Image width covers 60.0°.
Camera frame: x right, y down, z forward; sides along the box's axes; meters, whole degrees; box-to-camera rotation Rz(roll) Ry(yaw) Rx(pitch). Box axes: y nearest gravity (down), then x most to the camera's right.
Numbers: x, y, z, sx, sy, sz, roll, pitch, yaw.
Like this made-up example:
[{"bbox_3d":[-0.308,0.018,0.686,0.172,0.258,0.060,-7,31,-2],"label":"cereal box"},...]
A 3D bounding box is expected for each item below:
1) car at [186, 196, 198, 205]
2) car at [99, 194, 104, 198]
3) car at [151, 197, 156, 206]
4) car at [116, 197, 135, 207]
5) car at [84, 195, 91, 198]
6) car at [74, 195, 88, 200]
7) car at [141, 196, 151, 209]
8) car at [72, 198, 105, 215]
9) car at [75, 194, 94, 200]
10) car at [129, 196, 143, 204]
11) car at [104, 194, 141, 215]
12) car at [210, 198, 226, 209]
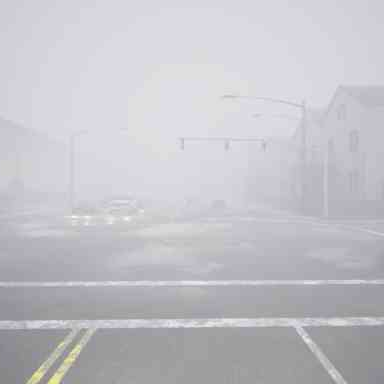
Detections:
[{"bbox_3d":[0.020,1.491,58.605,2.128,1.511,4.902,0,0,0],"label":"car"},{"bbox_3d":[-10.585,1.221,42.875,2.150,2.045,5.566,0,0,0],"label":"car"},{"bbox_3d":[-7.070,1.477,54.587,1.882,1.535,5.008,0,0,0],"label":"car"},{"bbox_3d":[-10.578,1.547,53.120,2.033,1.411,5.357,0,0,0],"label":"car"},{"bbox_3d":[-28.151,1.452,84.337,2.038,1.542,4.974,0,0,-36],"label":"car"},{"bbox_3d":[-28.182,1.294,84.378,1.853,1.218,4.536,0,0,-36],"label":"car"},{"bbox_3d":[-7.084,1.504,44.199,1.837,1.490,4.892,0,0,0],"label":"car"},{"bbox_3d":[-10.589,1.564,33.615,1.994,1.385,4.181,0,0,0],"label":"car"},{"bbox_3d":[-28.939,1.452,89.704,2.038,1.542,4.974,0,0,29],"label":"car"},{"bbox_3d":[-10.523,1.525,63.202,1.812,1.442,4.674,0,0,1],"label":"car"},{"bbox_3d":[-7.089,1.221,34.646,2.150,2.045,5.566,0,0,0],"label":"car"},{"bbox_3d":[3.611,1.525,46.370,1.812,1.442,4.674,0,0,0],"label":"car"}]
